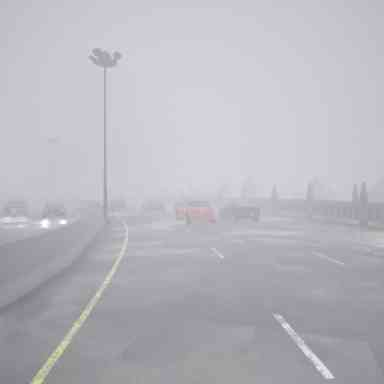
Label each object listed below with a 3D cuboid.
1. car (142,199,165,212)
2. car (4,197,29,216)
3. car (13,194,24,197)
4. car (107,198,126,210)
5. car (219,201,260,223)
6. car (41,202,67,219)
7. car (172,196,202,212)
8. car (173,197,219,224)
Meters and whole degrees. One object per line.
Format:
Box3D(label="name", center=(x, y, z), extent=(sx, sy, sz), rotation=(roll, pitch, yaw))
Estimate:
Box3D(label="car", center=(-4.586, 1.561, 39.349), extent=(1.994, 1.385, 4.181), rotation=(0, 0, -22))
Box3D(label="car", center=(-16.925, 1.490, 32.212), extent=(2.128, 1.511, 4.902), rotation=(0, 0, -22))
Box3D(label="car", center=(-33.659, 1.321, 64.886), extent=(2.097, 1.767, 4.553), rotation=(0, 0, -42))
Box3D(label="car", center=(-9.672, 1.489, 42.237), extent=(2.128, 1.511, 4.902), rotation=(0, 0, -25))
Box3D(label="car", center=(3.573, 1.477, 26.060), extent=(1.882, 1.535, 5.008), rotation=(0, -1, -15))
Box3D(label="car", center=(-12.222, 1.599, 29.611), extent=(1.895, 1.301, 4.718), rotation=(0, 0, -19))
Box3D(label="car", center=(-0.644, 1.350, 38.956), extent=(2.097, 1.767, 4.553), rotation=(0, 0, -21))
Box3D(label="car", center=(0.149, 1.350, 25.125), extent=(2.097, 1.767, 4.553), rotation=(0, 0, -15))
